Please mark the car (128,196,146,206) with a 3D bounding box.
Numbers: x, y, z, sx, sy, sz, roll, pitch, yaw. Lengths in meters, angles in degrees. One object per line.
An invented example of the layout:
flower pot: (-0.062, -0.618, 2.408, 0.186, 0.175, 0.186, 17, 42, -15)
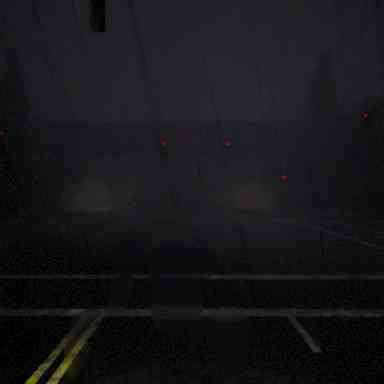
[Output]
car: (-7.598, 1.255, 46.769, 2.033, 1.411, 5.357, 0, 0, 0)
